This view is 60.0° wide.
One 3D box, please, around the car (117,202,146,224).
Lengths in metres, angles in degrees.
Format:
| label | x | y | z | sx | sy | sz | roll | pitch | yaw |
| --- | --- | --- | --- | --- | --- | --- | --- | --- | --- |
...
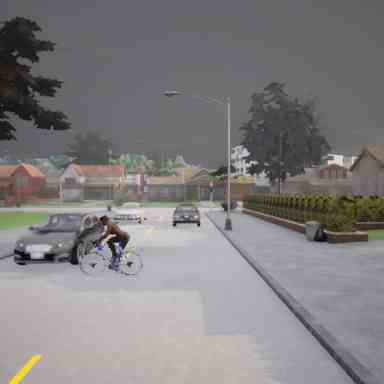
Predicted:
| label | x | y | z | sx | sy | sz | roll | pitch | yaw |
| --- | --- | --- | --- | --- | --- | --- | --- | --- | --- |
| car | -4.526 | 1.526 | 24.974 | 1.812 | 1.442 | 4.674 | 0 | 0 | -1 |

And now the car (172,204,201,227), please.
| label | x | y | z | sx | sy | sz | roll | pitch | yaw |
| --- | --- | --- | --- | --- | --- | --- | --- | --- | --- |
| car | -0.366 | 1.547 | 22.791 | 2.033 | 1.411 | 5.357 | 0 | 0 | -1 |

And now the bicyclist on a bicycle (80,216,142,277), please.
| label | x | y | z | sx | sy | sz | roll | pitch | yaw |
| --- | --- | --- | --- | --- | --- | --- | --- | --- | --- |
| bicyclist on a bicycle | -2.148 | 1.451 | 8.818 | 1.656 | 1.620 | 0.582 | -1 | 0 | -1 |

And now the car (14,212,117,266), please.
| label | x | y | z | sx | sy | sz | roll | pitch | yaw |
| --- | --- | --- | --- | --- | --- | --- | --- | --- | --- |
| car | -4.321 | 1.492 | 11.632 | 2.128 | 1.511 | 4.902 | 0 | 0 | -1 |
